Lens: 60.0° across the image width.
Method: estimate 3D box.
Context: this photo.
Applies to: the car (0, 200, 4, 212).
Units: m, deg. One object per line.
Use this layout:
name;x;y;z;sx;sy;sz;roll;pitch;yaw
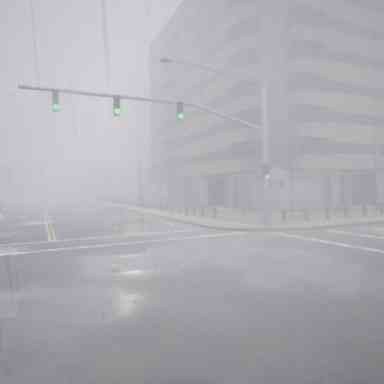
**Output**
car;-22.370;1.562;37.315;2.128;1.511;4.902;-2;1;-24
